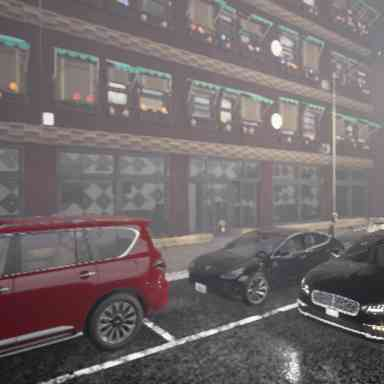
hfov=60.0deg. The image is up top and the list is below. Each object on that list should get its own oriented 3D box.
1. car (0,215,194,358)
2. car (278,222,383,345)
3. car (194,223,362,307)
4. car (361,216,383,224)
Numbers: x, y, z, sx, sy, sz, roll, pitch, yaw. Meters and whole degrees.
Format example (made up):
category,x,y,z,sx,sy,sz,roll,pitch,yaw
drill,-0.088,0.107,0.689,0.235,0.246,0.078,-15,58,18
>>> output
category,x,y,z,sx,sy,sz,roll,pitch,yaw
car,-2.686,1.314,4.646,5.009,1.841,2.192,0,0,-35
car,4.013,1.488,6.207,4.892,1.490,1.837,0,0,-35
car,1.953,1.550,7.954,4.313,1.339,1.947,0,0,-35
car,6.590,1.522,11.262,4.403,1.369,2.008,0,0,-35
